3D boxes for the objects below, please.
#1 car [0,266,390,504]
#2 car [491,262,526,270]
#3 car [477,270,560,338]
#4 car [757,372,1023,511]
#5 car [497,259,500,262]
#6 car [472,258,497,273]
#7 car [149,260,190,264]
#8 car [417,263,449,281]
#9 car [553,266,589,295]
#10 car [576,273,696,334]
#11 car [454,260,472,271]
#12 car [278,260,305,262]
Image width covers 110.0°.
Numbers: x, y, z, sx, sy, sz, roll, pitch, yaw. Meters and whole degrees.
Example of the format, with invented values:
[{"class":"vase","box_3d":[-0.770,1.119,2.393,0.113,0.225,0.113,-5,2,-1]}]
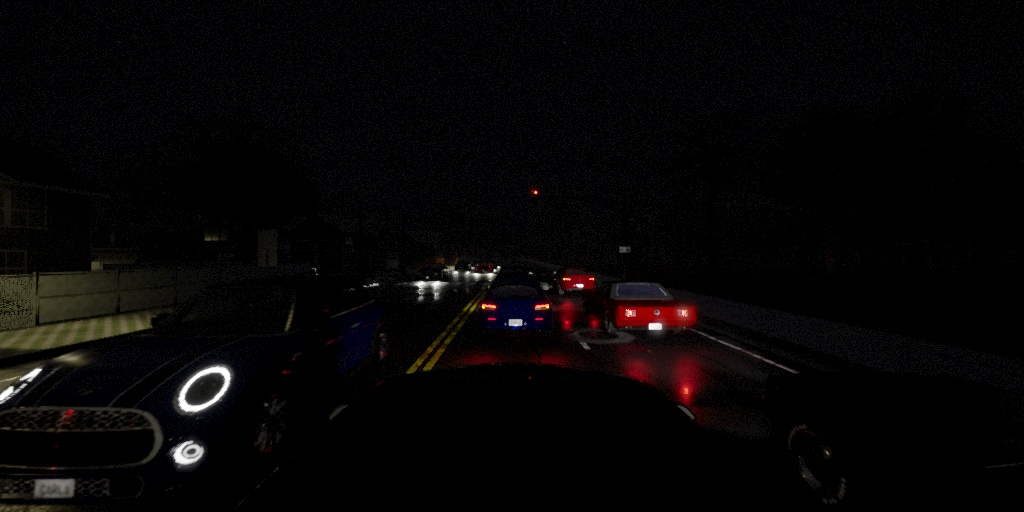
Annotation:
[{"class":"car","box_3d":[-3.350,1.101,4.868,2.097,1.767,4.553,0,0,0]},{"class":"car","box_3d":[0.066,1.255,19.324,1.837,1.490,4.892,0,0,0]},{"class":"car","box_3d":[0.087,1.276,10.062,1.812,1.442,4.674,0,0,0]},{"class":"car","box_3d":[3.348,1.351,1.375,1.895,1.301,4.718,0,0,0]},{"class":"car","box_3d":[-3.318,1.297,54.548,1.994,1.385,4.181,0,0,0]},{"class":"car","box_3d":[-3.324,1.094,43.728,2.097,1.767,4.553,0,0,0]},{"class":"car","box_3d":[-28.443,1.148,30.398,4.553,1.767,2.097,0,0,0]},{"class":"car","box_3d":[-6.585,1.298,30.564,2.033,1.411,5.357,0,0,0]},{"class":"car","box_3d":[3.319,1.276,19.651,1.812,1.442,4.674,0,0,0]},{"class":"car","box_3d":[3.340,1.351,10.543,1.895,1.301,4.718,0,0,0]},{"class":"car","box_3d":[-6.569,1.242,48.279,1.837,1.490,4.892,0,0,0]},{"class":"car","box_3d":[-18.198,1.131,30.372,4.553,1.767,2.097,0,0,0]}]
